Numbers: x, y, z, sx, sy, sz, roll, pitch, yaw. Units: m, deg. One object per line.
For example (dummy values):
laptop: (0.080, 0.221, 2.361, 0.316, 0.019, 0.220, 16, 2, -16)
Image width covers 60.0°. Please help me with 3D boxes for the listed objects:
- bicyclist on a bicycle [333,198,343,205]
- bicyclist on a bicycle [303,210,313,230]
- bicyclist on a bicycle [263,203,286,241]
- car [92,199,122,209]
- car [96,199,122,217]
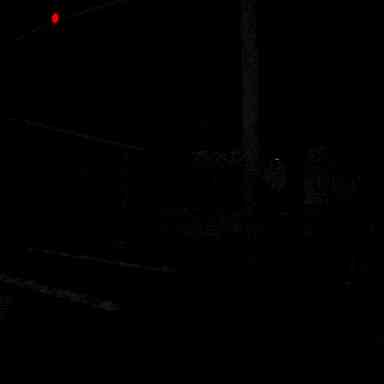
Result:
bicyclist on a bicycle: (7.670, 1.150, 17.308, 1.656, 1.620, 0.582, -1, -1, 37)
bicyclist on a bicycle: (5.542, 1.324, 17.629, 1.656, 1.620, 0.582, -1, -1, 33)
bicyclist on a bicycle: (3.525, 1.289, 14.297, 1.656, 1.620, 0.582, 0, -20, -38)
car: (-14.357, 1.988, 56.010, 4.902, 1.511, 2.128, -1, 0, 36)
car: (-7.882, 1.602, 33.336, 3.866, 1.878, 1.905, -1, 0, 35)
